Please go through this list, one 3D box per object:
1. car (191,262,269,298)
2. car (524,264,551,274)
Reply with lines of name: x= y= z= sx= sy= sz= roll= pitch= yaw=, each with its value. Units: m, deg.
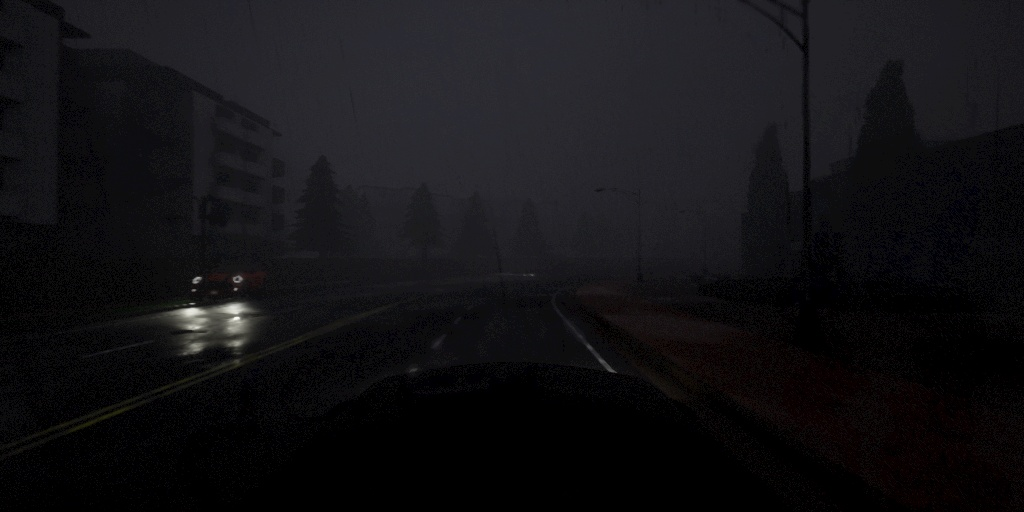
car: x=-14.423 y=1.123 z=18.584 sx=2.097 sy=1.767 sz=4.553 roll=0 pitch=0 yaw=-20
car: x=3.418 y=1.717 z=48.400 sx=1.994 sy=1.385 sz=4.181 roll=-1 pitch=-1 yaw=40
